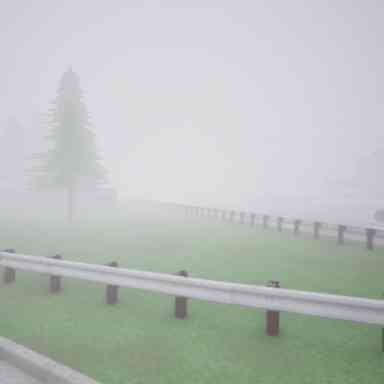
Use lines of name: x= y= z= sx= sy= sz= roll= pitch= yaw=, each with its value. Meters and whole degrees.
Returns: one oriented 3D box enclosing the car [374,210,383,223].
car: x=14.603 y=1.509 z=22.582 sx=1.994 sy=1.385 sz=4.181 roll=0 pitch=0 yaw=-19
